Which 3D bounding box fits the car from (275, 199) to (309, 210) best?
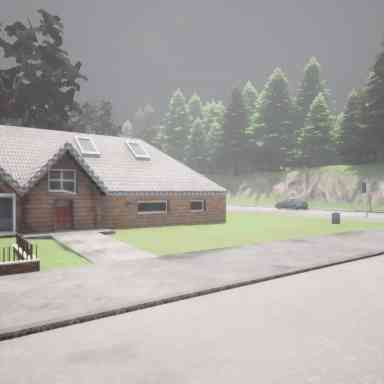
[{"bbox_3d":[12.675,1.564,42.425,1.994,1.385,4.181,0,0,-35],"label":"car"}]
